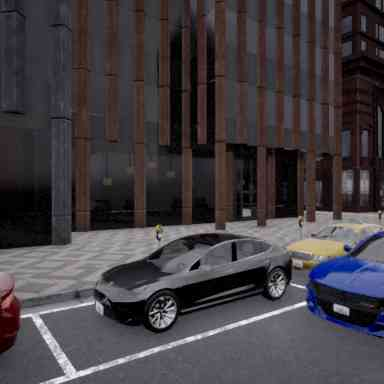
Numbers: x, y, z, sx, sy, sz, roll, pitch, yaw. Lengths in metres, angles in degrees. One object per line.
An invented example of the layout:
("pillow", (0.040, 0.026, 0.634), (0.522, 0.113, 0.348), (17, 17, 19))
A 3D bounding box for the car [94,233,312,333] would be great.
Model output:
("car", (0.234, 1.567, 6.809), (4.313, 1.339, 1.947), (0, 0, -35))

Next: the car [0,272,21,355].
("car", (-4.361, 1.544, 3.544), (4.507, 1.381, 1.887), (0, 0, -35))

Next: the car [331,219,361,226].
("car", (4.690, 1.528, 9.975), (4.829, 1.417, 1.752), (0, 0, -35))

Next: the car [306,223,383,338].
("car", (4.260, 1.479, 6.402), (5.008, 1.535, 1.882), (0, 0, -35))
